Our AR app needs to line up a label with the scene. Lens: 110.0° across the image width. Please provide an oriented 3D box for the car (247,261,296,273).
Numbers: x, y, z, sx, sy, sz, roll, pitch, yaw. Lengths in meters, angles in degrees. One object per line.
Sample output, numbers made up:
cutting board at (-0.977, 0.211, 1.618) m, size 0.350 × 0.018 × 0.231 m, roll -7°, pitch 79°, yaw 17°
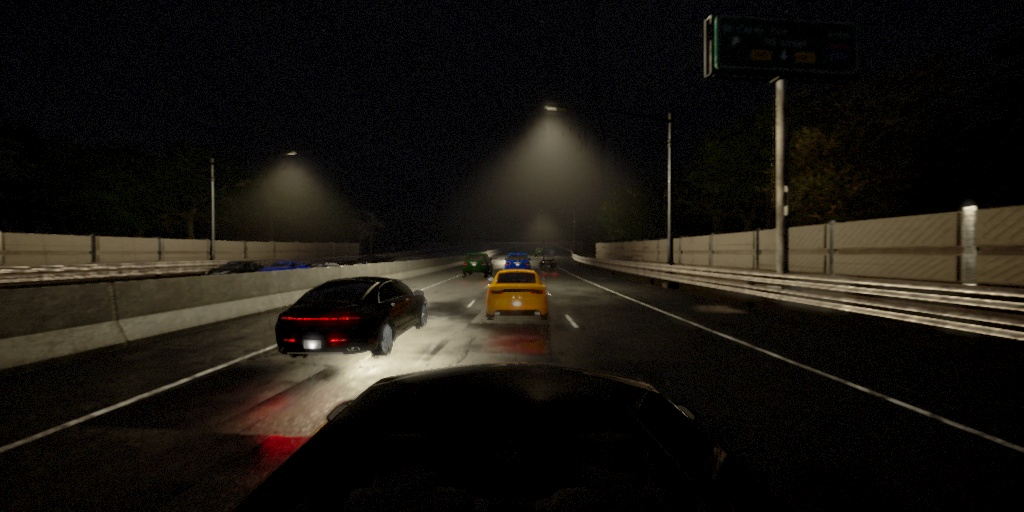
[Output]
car at (-17.282, 1.115, 27.273) m, size 1.812 × 1.442 × 4.674 m, roll 0°, pitch 1°, yaw 1°

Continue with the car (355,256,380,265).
car at (-20.009, 0.724, 49.823) m, size 1.837 × 1.490 × 4.892 m, roll 0°, pitch 1°, yaw 3°

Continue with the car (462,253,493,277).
car at (-2.976, 0.768, 31.667) m, size 2.150 × 2.045 × 5.566 m, roll 0°, pitch 1°, yaw 2°

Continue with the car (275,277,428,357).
car at (-3.361, 1.240, 8.486) m, size 1.837 × 1.490 × 4.892 m, roll 0°, pitch 0°, yaw 0°

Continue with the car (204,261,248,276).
car at (-20.781, 1.114, 27.262) m, size 1.812 × 1.442 × 4.674 m, roll 0°, pitch 1°, yaw 1°

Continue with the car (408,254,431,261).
car at (-13.047, 0.800, 48.971) m, size 1.994 × 1.385 × 4.181 m, roll 0°, pitch 1°, yaw 3°

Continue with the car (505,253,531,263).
car at (0.529, 0.766, 31.814) m, size 2.150 × 2.045 × 5.566 m, roll 0°, pitch 1°, yaw 2°

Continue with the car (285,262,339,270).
car at (-13.812, 1.202, 26.047) m, size 1.895 × 1.301 × 4.718 m, roll 0°, pitch 0°, yaw 1°

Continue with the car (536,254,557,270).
car at (4.239, 0.838, 42.327) m, size 2.128 × 1.511 × 4.902 m, roll 0°, pitch 1°, yaw 2°

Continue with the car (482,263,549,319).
car at (0.175, 1.192, 12.670) m, size 1.882 × 1.535 × 5.008 m, roll 0°, pitch 0°, yaw 1°
